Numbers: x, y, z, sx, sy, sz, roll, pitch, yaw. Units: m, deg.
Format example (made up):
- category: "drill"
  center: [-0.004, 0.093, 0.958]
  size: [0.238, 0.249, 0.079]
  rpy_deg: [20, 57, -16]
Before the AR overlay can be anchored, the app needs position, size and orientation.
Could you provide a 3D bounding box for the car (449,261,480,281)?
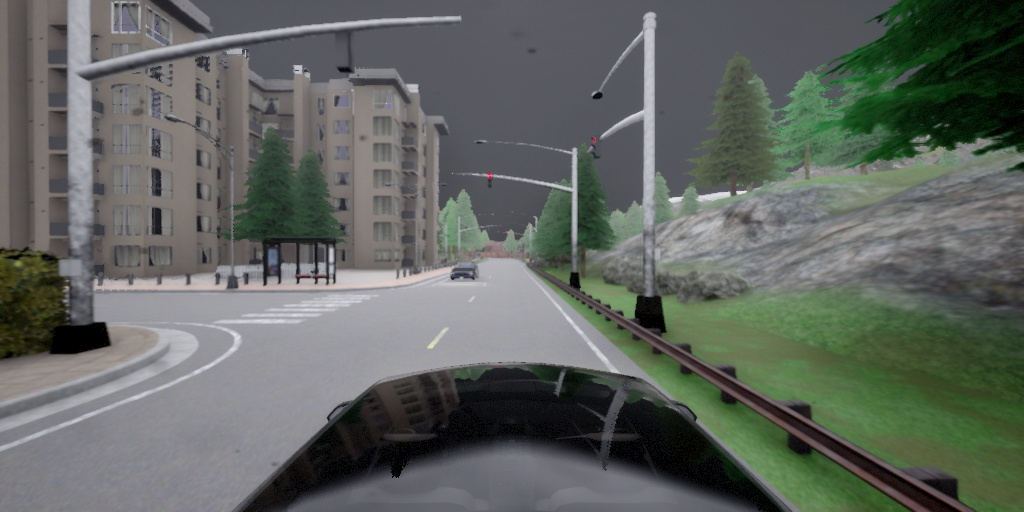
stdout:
- category: "car"
  center: [-3.519, 1.119, 27.650]
  size: [2.033, 1.411, 5.357]
  rpy_deg: [0, 1, 0]
